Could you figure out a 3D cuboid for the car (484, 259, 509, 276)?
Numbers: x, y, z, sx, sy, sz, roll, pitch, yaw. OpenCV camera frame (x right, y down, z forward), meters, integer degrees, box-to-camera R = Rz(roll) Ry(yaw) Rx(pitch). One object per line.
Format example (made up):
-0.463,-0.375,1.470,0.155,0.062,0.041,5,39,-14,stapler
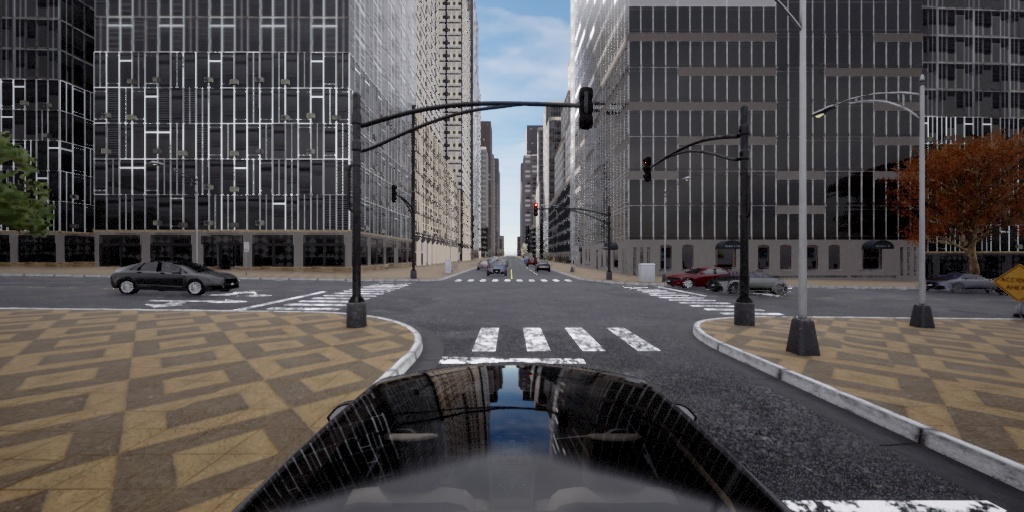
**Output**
-1.516,1.331,37.060,1.994,1.385,4.181,0,0,0,car

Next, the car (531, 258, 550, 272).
3.903,1.329,45.995,1.948,1.339,4.313,0,0,0,car

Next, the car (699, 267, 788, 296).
13.995,1.591,21.506,4.181,1.385,1.994,1,0,-3,car

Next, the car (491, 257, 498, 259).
-1.568,1.267,48.605,1.837,1.490,4.892,0,0,0,car

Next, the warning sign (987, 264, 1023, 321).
17.269,1.204,12.200,1.060,1.860,1.300,0,0,-3,warning sign

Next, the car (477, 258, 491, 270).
-4.053,1.343,51.484,1.802,1.307,4.207,0,0,0,car

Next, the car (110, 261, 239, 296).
-15.512,0.994,16.668,4.892,1.490,1.837,1,0,-3,car

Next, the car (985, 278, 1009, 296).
33.305,1.878,22.408,4.892,1.490,1.837,1,0,-3,car

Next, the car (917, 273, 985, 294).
31.720,1.908,25.588,4.181,1.385,1.994,1,0,-3,car

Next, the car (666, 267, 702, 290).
13.310,1.492,24.768,5.008,1.535,1.882,1,0,-1,car
